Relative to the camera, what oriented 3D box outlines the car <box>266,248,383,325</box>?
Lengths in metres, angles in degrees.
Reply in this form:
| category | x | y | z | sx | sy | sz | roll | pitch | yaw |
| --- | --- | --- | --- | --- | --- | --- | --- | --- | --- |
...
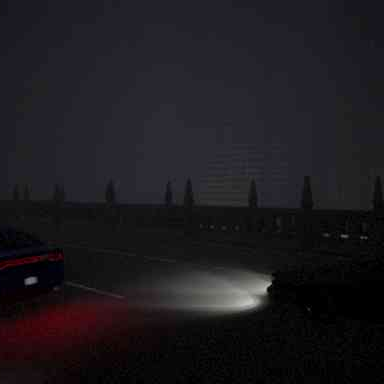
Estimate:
| category | x | y | z | sx | sy | sz | roll | pitch | yaw |
| --- | --- | --- | --- | --- | --- | --- | --- | --- | --- |
| car | 4.027 | 1.548 | 5.418 | 5.357 | 1.411 | 2.033 | 0 | 0 | 35 |

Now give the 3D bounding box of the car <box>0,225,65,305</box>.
| category | x | y | z | sx | sy | sz | roll | pitch | yaw |
| --- | --- | --- | --- | --- | --- | --- | --- | --- | --- |
| car | -4.962 | 1.473 | 7.527 | 5.008 | 1.535 | 1.882 | 0 | 0 | 35 |
